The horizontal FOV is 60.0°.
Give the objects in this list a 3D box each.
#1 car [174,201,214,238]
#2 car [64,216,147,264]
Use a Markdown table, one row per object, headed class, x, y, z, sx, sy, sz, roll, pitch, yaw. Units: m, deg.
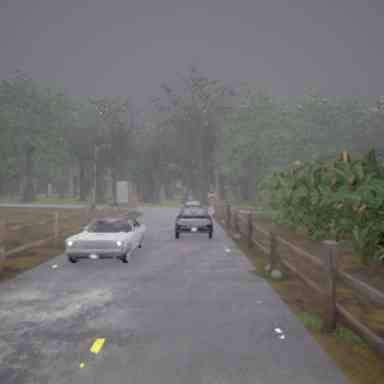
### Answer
| class | x | y | z | sx | sy | sz | roll | pitch | yaw |
| --- | --- | --- | --- | --- | --- | --- | --- | --- | --- |
| car | 0.090 | 1.472 | 17.384 | 2.128 | 1.511 | 4.902 | 0 | 0 | 0 |
| car | -2.859 | 1.586 | 11.927 | 1.895 | 1.301 | 4.718 | 0 | 0 | 0 |
